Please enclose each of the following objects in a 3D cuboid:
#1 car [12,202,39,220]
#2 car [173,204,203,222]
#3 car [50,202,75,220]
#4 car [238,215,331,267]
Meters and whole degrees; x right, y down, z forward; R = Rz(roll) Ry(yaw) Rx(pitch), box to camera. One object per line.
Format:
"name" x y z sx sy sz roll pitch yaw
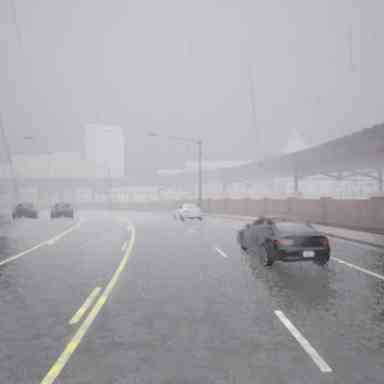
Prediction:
"car" -16.648 1.830 33.372 2.097 1.767 4.553 0 -2 -21
"car" -0.385 1.772 28.949 1.812 1.442 4.674 0 -2 -14
"car" -12.918 1.799 33.297 2.097 1.767 4.553 0 -2 -20
"car" 2.889 1.506 11.192 1.812 1.442 4.674 0 0 -6
